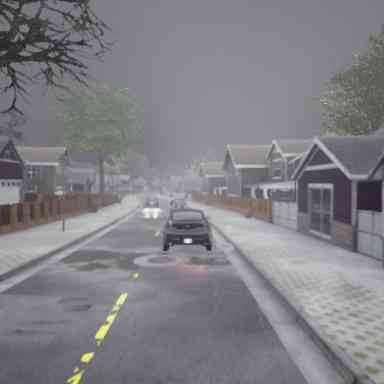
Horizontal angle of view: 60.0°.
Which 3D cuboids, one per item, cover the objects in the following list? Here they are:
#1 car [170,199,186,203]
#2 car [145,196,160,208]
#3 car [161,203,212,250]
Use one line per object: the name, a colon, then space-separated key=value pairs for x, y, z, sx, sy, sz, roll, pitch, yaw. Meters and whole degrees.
car: x=-1.433 y=1.421 z=33.940 sx=2.033 sy=1.411 sz=5.357 roll=0 pitch=0 yaw=-5
car: x=-5.406 y=1.341 z=45.254 sx=2.128 sy=1.511 sz=4.902 roll=0 pitch=0 yaw=-6
car: x=-0.224 y=1.446 z=13.993 sx=1.837 sy=1.490 sz=4.892 roll=0 pitch=0 yaw=-2
